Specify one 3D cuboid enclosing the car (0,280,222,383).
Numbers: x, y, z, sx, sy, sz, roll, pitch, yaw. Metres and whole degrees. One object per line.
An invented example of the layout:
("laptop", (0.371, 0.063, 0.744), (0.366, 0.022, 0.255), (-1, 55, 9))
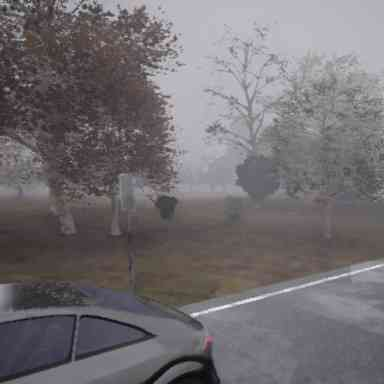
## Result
("car", (-1.776, 1.560, 2.714), (4.181, 1.385, 1.994), (0, 0, -36))
